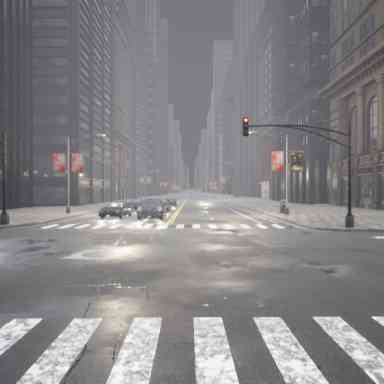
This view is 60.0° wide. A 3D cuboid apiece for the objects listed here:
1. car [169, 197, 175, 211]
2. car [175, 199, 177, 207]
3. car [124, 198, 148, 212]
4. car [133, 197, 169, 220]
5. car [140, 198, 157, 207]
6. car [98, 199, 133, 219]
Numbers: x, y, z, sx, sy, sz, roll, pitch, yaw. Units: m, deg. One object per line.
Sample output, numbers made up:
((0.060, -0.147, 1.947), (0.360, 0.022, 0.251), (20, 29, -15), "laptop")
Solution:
((-3.338, 1.523, 37.584), (2.033, 1.411, 5.357), (0, 0, 0), "car")
((-3.337, 1.525, 50.850), (1.994, 1.385, 4.181), (0, 0, 0), "car")
((-6.586, 1.521, 39.668), (2.033, 1.411, 5.357), (0, 0, 0), "car")
((-3.340, 1.336, 28.109), (2.097, 1.767, 4.553), (0, 0, 0), "car")
((-6.586, 1.562, 50.401), (1.895, 1.301, 4.718), (0, 0, 0), "car")
((-6.564, 1.531, 29.366), (2.033, 1.411, 5.357), (0, 0, 4), "car")
